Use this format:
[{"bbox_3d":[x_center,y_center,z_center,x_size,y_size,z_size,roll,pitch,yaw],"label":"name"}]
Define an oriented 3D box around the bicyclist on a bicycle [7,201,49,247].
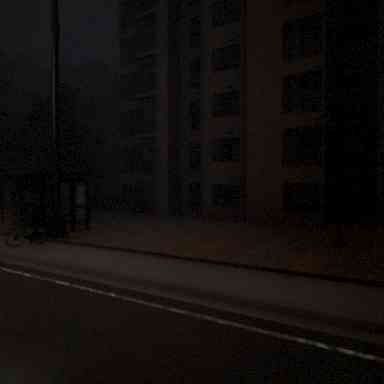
[{"bbox_3d":[-6.004,1.167,12.251,0.582,1.620,1.656,0,1,33],"label":"bicyclist on a bicycle"}]
